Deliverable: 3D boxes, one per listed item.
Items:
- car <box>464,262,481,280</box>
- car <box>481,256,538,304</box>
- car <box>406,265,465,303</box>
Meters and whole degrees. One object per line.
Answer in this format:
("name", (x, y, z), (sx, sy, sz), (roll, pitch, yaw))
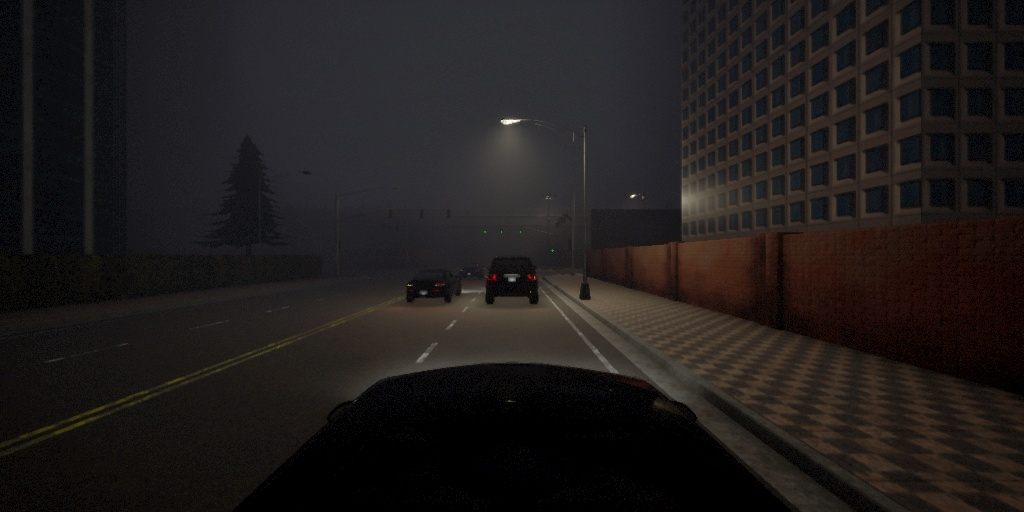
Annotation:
("car", (-3.500, 1.281, 31.500), (1.812, 1.442, 4.674), (0, 0, 0))
("car", (0.000, 1.006, 16.530), (2.150, 2.045, 5.566), (0, 0, 0))
("car", (-3.500, 1.281, 16.500), (1.812, 1.442, 4.674), (0, 0, 0))
